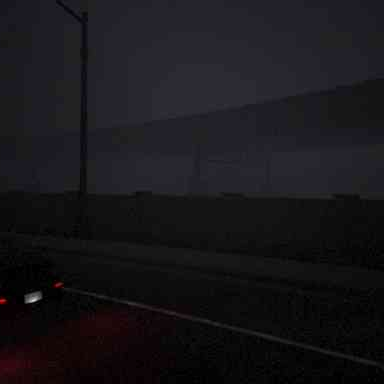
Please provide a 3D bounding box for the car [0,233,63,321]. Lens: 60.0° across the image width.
[{"bbox_3d":[-4.513,1.517,6.500,4.674,1.442,1.812,0,0,31],"label":"car"}]
